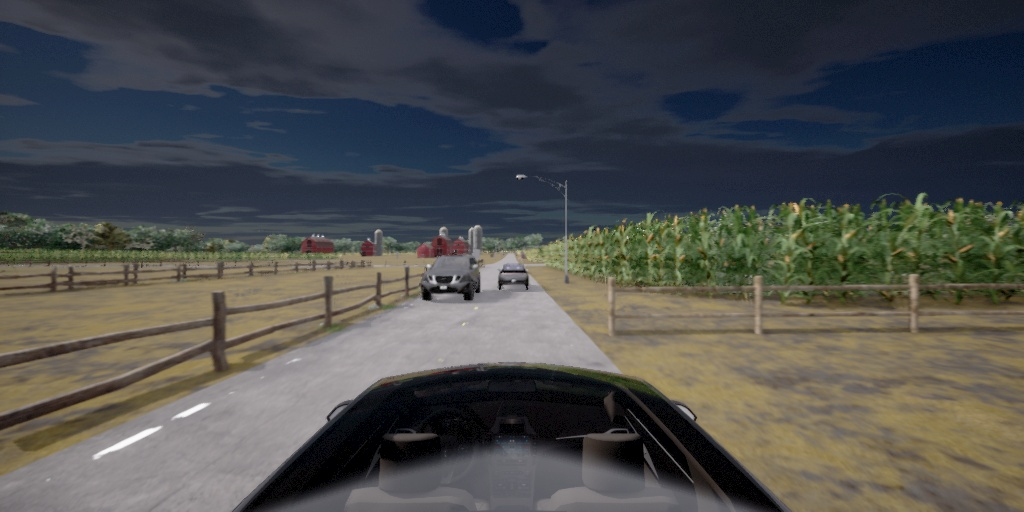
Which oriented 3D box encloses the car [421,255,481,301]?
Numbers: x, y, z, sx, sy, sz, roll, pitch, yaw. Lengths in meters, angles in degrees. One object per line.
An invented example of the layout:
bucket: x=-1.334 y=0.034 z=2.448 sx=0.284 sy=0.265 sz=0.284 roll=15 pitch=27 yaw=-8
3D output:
car: x=-2.787 y=0.966 z=17.629 sx=2.150 sy=2.045 sz=5.566 roll=0 pitch=0 yaw=1

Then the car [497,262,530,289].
car: x=0.100 y=1.231 z=22.845 sx=2.128 sy=1.511 sz=4.902 roll=0 pitch=0 yaw=0
